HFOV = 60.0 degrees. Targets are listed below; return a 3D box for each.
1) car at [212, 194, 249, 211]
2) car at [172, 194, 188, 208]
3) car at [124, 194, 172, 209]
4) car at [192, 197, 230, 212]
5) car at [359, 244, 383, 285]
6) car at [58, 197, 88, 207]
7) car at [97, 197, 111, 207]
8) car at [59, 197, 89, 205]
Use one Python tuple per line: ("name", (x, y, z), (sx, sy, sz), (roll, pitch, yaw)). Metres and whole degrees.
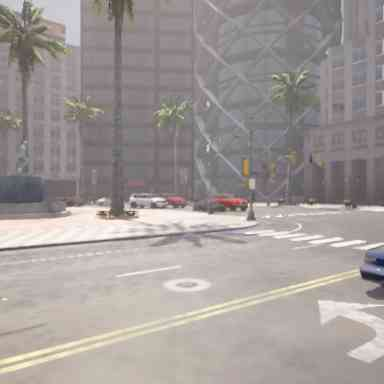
("car", (4.448, 1.241, 40.924), (2.150, 2.045, 5.566), (0, 0, -38))
("car", (-3.250, 1.239, 47.831), (5.566, 2.045, 2.150), (0, 0, 32))
("car", (-6.049, 1.235, 45.529), (5.566, 2.045, 2.150), (0, 0, 29))
("car", (1.917, 1.581, 38.423), (1.994, 1.385, 4.181), (0, 0, -39))
("car", (6.294, 1.555, 8.257), (5.357, 1.411, 2.033), (0, 0, -35))
("car", (-18.390, 1.486, 49.520), (5.008, 1.535, 1.882), (0, 0, 6))
("car", (-12.547, 1.539, 51.895), (4.674, 1.442, 1.812), (0, 0, 14))
("car", (-21.401, 1.612, 60.246), (4.718, 1.301, 1.895), (0, 0, 1))
